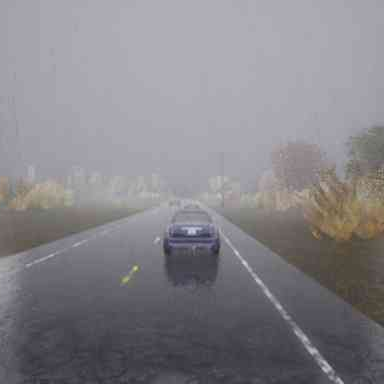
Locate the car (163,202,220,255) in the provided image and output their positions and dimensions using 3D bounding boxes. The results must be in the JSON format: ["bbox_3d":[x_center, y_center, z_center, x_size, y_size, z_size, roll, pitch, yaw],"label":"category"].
[{"bbox_3d":[-0.004,1.489,14.091,2.097,1.767,4.553,0,-1,0],"label":"car"}]

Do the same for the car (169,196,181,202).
[{"bbox_3d":[-3.592,1.951,70.988,2.150,2.045,5.566,0,-1,0],"label":"car"}]

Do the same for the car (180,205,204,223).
[{"bbox_3d":[-0.008,1.855,29.297,1.994,1.385,4.181,0,-1,0],"label":"car"}]
